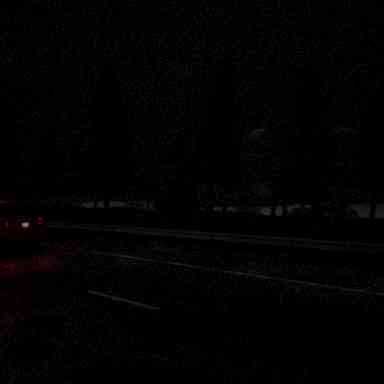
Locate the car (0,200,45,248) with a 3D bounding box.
[{"bbox_3d":[-8.625,1.358,14.107,5.566,2.045,2.150,0,0,32],"label":"car"}]
